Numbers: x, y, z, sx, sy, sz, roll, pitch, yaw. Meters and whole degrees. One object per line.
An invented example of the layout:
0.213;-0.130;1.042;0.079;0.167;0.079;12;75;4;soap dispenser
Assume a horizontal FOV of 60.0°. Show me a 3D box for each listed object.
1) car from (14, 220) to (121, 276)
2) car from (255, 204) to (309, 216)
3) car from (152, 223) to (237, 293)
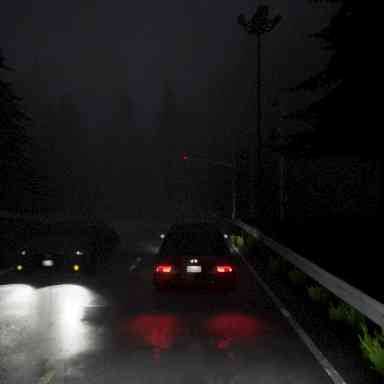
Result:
-3.542;1.564;10.217;1.994;1.385;4.181;0;0;1;car
8.361;1.903;30.998;5.008;1.535;1.882;-5;-2;14;car
0.055;1.547;8.985;2.033;1.411;5.357;0;0;0;car
